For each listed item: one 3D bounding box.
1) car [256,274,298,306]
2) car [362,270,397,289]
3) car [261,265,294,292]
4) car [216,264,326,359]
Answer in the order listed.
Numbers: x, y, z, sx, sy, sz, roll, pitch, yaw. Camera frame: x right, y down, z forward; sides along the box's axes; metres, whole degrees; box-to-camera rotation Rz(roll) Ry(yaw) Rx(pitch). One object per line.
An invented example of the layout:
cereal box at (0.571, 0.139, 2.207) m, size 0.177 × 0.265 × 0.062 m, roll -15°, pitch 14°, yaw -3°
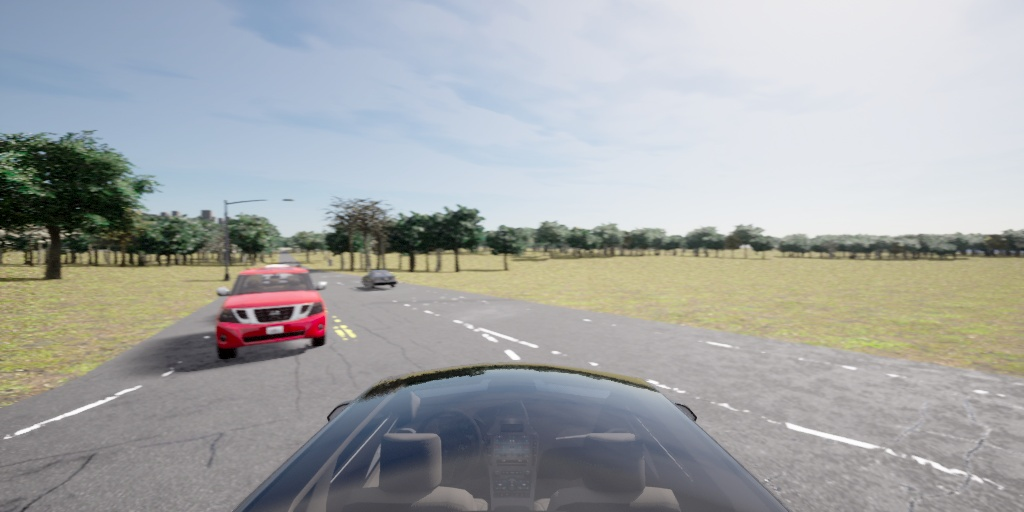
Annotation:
car at (-13.599, 1.884, 20.786) m, size 1.812 × 1.442 × 4.674 m, roll -1°, pitch 0°, yaw -33°
car at (-11.070, 1.895, 29.756) m, size 2.033 × 1.411 × 5.357 m, roll -1°, pitch 0°, yaw -33°
car at (-20.210, 1.800, 30.987) m, size 2.150 × 2.045 × 5.566 m, roll -1°, pitch 0°, yaw -33°
car at (-6.776, 1.353, 10.277) m, size 2.150 × 2.045 × 5.566 m, roll -1°, pitch -1°, yaw -33°
